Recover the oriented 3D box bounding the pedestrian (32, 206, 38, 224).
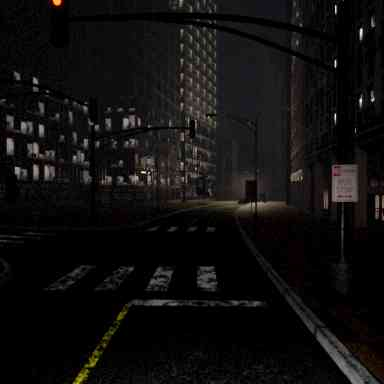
[{"bbox_3d":[-9.391,1.345,19.892,0.500,1.100,0.500,0,0,17],"label":"pedestrian"}]

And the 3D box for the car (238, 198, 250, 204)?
[{"bbox_3d":[10.845,1.864,69.023,1.895,1.301,4.718,0,0,17],"label":"car"}]
